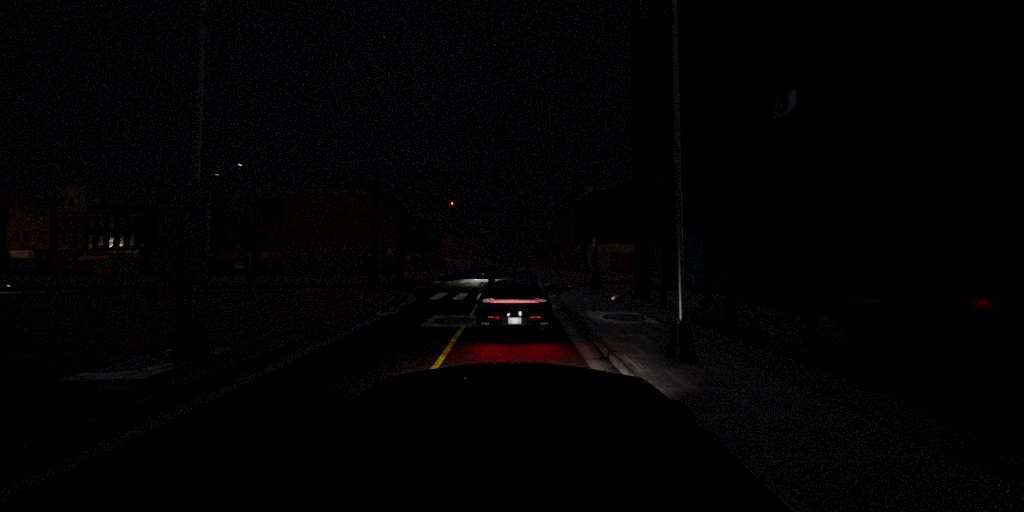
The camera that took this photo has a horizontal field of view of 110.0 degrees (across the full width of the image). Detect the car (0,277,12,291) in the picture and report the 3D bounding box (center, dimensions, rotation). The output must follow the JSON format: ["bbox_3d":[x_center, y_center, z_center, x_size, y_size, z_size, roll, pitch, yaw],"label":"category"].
[{"bbox_3d":[-32.752,1.477,21.251,4.181,1.385,1.994,0,-3,0],"label":"car"}]

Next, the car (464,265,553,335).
[{"bbox_3d":[0.065,1.203,10.387,2.128,1.511,4.902,0,1,0],"label":"car"}]

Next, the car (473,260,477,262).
[{"bbox_3d":[-5.326,1.445,45.033,2.192,1.841,5.009,0,0,0],"label":"car"}]

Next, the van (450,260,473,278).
[{"bbox_3d":[-5.328,1.323,36.729,1.690,1.789,3.998,0,0,0],"label":"van"}]

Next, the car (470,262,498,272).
[{"bbox_3d":[-2.692,1.524,35.308,1.994,1.385,4.181,0,-1,0],"label":"car"}]
